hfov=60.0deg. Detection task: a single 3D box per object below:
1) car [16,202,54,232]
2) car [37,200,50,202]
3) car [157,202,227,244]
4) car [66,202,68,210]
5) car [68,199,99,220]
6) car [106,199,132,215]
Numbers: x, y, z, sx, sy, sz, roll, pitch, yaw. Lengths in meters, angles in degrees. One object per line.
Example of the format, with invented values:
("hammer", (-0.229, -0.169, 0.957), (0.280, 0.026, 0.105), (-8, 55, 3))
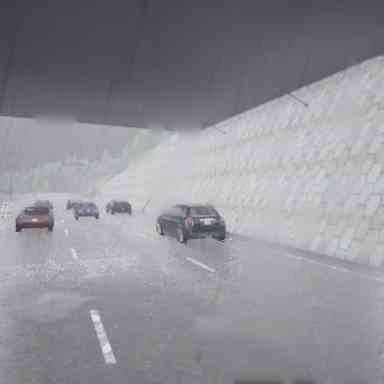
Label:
("car", (-9.560, 1.545, 20.391), (1.994, 1.385, 4.181), (0, 0, -23))
("car", (-15.818, 1.531, 35.296), (1.994, 1.385, 4.181), (0, 0, -23))
("car", (-0.172, 1.343, 16.101), (2.097, 1.767, 4.553), (0, 0, -23))
("car", (-14.592, 1.565, 41.421), (1.895, 1.301, 4.718), (0, 0, -23))
("car", (-9.058, 1.524, 28.235), (2.033, 1.411, 5.357), (0, 0, -23))
("car", (-7.391, 1.453, 33.310), (1.882, 1.535, 5.008), (0, 0, -23))
